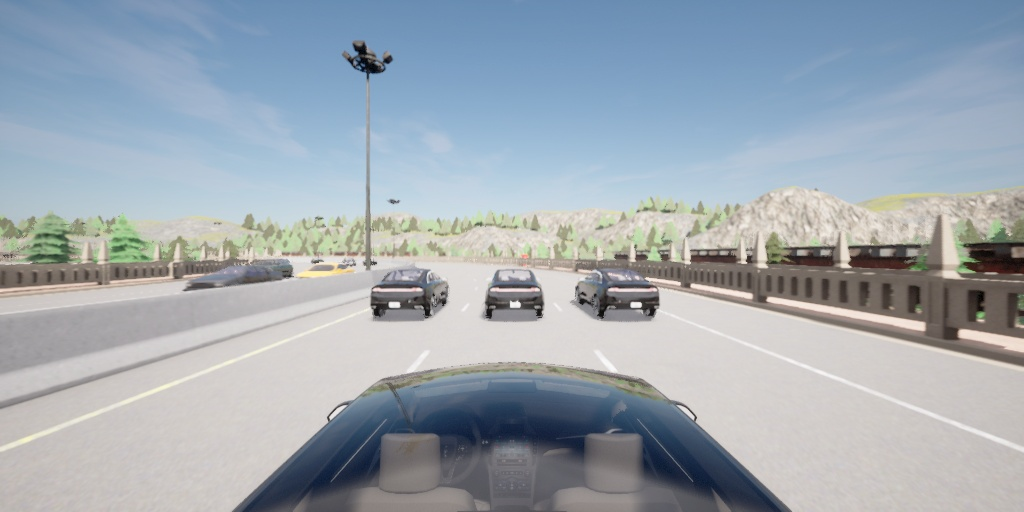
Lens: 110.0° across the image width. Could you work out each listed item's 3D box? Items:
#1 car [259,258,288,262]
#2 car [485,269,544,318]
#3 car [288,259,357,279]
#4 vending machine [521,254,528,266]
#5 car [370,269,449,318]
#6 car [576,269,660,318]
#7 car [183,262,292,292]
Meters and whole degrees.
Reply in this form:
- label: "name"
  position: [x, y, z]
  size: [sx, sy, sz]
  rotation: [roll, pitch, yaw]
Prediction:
- label: "car"
  position: [-19.175, 0.986, 28.492]
  size: [2.097, 1.767, 4.553]
  rotation: [0, 0, -11]
- label: "car"
  position: [0.048, 1.193, 12.812]
  size: [2.128, 1.511, 4.902]
  rotation: [0, 0, -1]
- label: "car"
  position: [-11.178, 1.140, 21.763]
  size: [1.882, 1.535, 5.008]
  rotation: [0, 0, -6]
- label: "vending machine"
  position: [1.988, 0.697, 58.503]
  size: [1.100, 2.100, 0.880]
  rotation: [0, 0, -23]
- label: "car"
  position: [-3.453, 1.193, 12.822]
  size: [2.128, 1.511, 4.902]
  rotation: [0, 0, -1]
- label: "car"
  position: [3.546, 1.193, 12.806]
  size: [2.128, 1.511, 4.902]
  rotation: [0, 0, -1]
- label: "car"
  position: [-14.389, 1.222, 19.064]
  size: [2.033, 1.411, 5.357]
  rotation: [0, 0, -4]
